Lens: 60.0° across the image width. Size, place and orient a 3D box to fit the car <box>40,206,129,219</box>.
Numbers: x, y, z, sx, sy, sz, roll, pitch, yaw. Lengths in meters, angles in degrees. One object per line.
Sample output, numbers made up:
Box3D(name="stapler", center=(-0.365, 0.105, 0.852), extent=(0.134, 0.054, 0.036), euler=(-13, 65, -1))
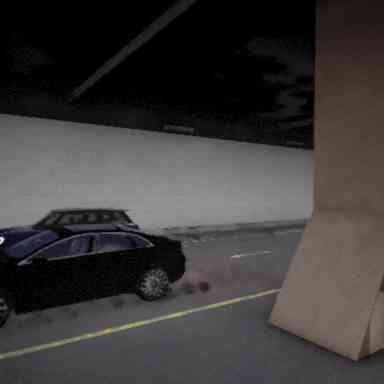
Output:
Box3D(name="car", center=(-3.731, 1.266, 9.918), extent=(4.553, 1.767, 2.097), euler=(0, 0, -34))

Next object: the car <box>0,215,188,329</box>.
Box3D(name="car", center=(-2.397, 1.434, 6.592), extent=(4.902, 1.511, 2.128), euler=(0, 0, -34))
